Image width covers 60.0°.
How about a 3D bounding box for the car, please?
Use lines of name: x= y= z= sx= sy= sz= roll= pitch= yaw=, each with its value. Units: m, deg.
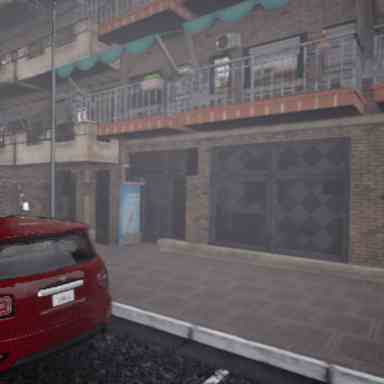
car: x=-3.437 y=1.309 z=5.265 sx=5.009 sy=1.841 sz=2.192 roll=0 pitch=1 yaw=36
